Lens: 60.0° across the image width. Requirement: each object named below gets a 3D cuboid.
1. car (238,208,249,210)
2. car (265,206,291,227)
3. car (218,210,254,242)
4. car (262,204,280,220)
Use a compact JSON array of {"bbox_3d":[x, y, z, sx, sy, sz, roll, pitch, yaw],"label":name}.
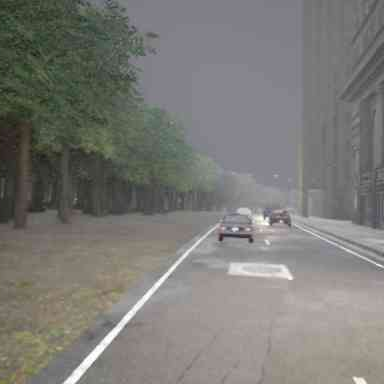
[{"bbox_3d":[5.773,2.518,37.342,1.812,1.442,4.674,1,-2,11],"label":"car"},{"bbox_3d":[8.089,2.362,30.944,1.837,1.490,4.892,1,-2,10],"label":"car"},{"bbox_3d":[2.542,1.945,18.899,2.033,1.411,5.357,1,-1,9],"label":"car"},{"bbox_3d":[9.908,2.450,41.136,2.150,2.045,5.566,1,-2,12],"label":"car"}]
